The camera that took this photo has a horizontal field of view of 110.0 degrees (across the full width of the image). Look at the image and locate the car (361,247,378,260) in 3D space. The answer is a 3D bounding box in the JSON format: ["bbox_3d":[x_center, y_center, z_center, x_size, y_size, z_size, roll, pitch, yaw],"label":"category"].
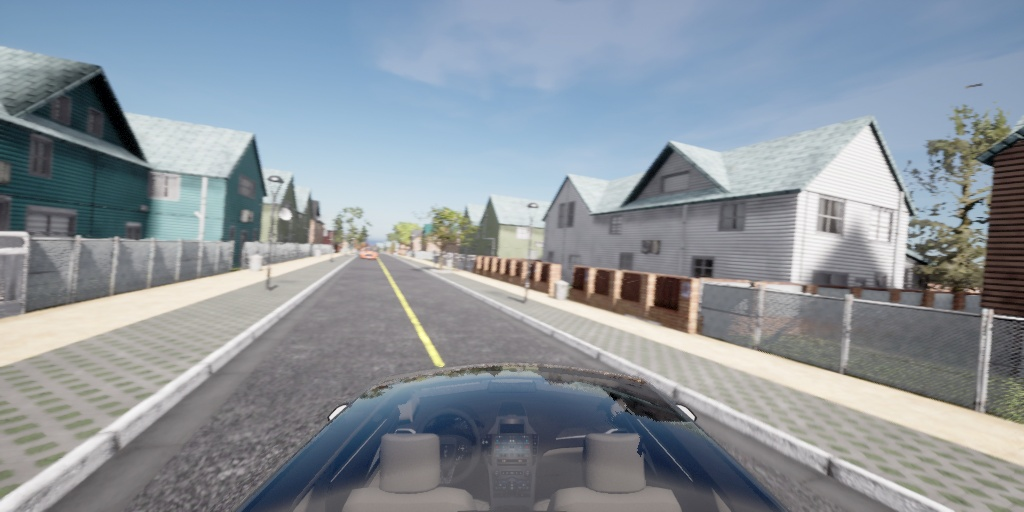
[{"bbox_3d":[-20.586,-0.433,51.712,2.097,1.767,4.553,4,0,-22],"label":"car"}]
